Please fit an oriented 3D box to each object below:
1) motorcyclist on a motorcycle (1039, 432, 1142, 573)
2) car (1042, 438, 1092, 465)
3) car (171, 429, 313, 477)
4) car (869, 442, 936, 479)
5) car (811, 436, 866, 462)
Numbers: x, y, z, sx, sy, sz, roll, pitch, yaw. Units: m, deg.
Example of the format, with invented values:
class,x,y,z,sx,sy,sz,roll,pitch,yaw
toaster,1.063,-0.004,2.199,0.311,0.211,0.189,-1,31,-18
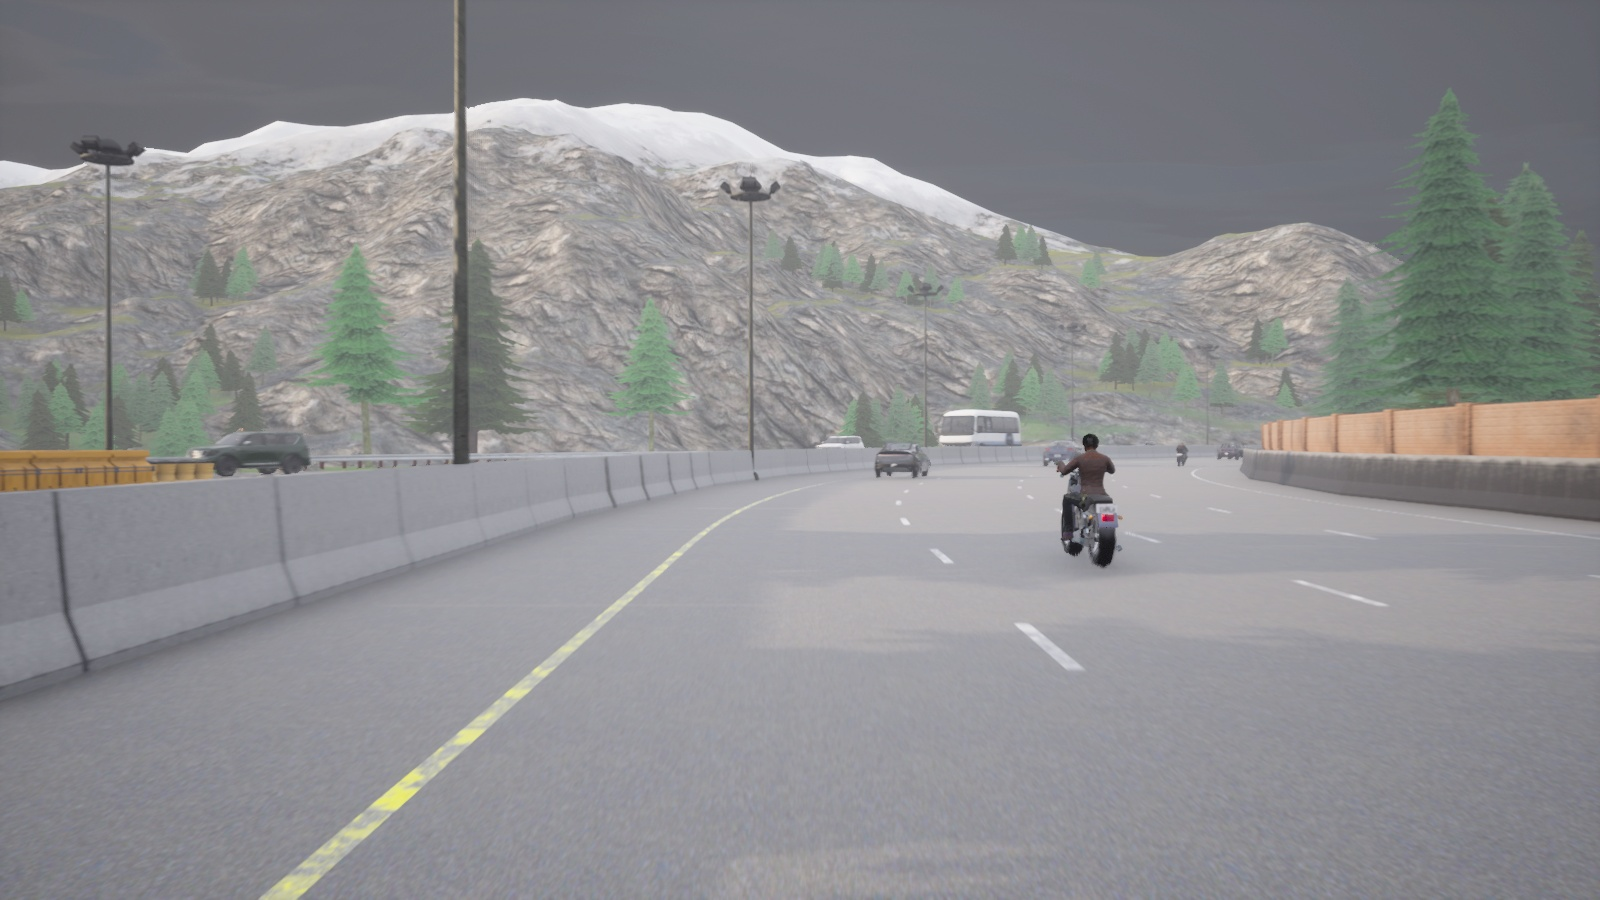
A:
class,x,y,z,sx,sy,sz,roll,pitch,yaw
motorcyclist on a motorcycle,3.606,0.610,15.812,0.766,1.649,2.350,0,0,0
car,17.036,0.083,79.925,2.152,1.651,5.027,0,0,24
car,-25.131,0.122,56.772,2.150,2.045,5.566,0,0,33
car,4.473,0.398,54.046,2.128,1.511,4.902,0,0,13
car,3.086,-0.097,99.124,2.150,2.045,5.566,0,0,28
